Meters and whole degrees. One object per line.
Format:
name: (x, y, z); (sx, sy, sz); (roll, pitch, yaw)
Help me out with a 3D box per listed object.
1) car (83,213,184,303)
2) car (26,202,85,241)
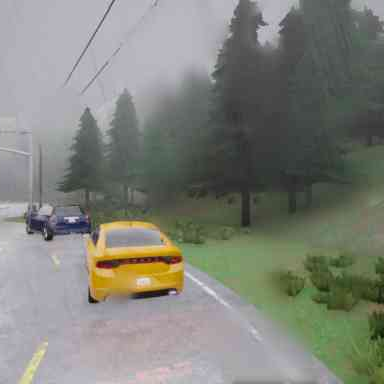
car: (-1.665, 1.478, 8.400); (1.882, 1.535, 5.008); (0, 0, -18)
car: (-6.928, 1.352, 17.052); (2.097, 1.767, 4.553); (0, 0, -40)
